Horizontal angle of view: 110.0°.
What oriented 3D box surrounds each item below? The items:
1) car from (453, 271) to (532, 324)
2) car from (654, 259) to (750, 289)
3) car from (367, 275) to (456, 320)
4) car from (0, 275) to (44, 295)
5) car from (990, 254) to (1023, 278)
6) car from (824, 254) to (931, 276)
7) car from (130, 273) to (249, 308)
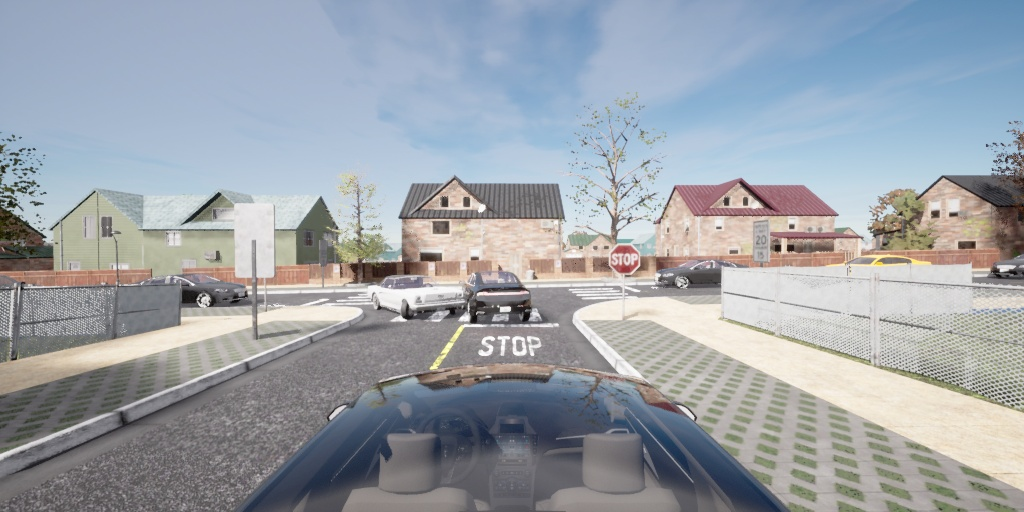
[{"bbox_3d":[-0.685,1.242,12.137,2.128,1.511,4.902,0,0,-12],"label":"car"},{"bbox_3d":[10.330,0.925,19.545,4.902,1.511,2.128,-1,1,0],"label":"car"},{"bbox_3d":[-3.602,1.367,12.996,1.895,1.301,4.718,0,0,-38],"label":"car"},{"bbox_3d":[-24.239,1.647,16.450,4.553,1.767,2.097,-1,1,0],"label":"car"},{"bbox_3d":[29.385,0.478,19.619,4.902,1.511,2.128,-1,1,0],"label":"car"},{"bbox_3d":[19.761,0.690,19.582,5.008,1.535,1.882,-1,1,-1],"label":"car"},{"bbox_3d":[-14.902,1.566,16.491,4.902,1.511,2.128,-1,1,0],"label":"car"}]
